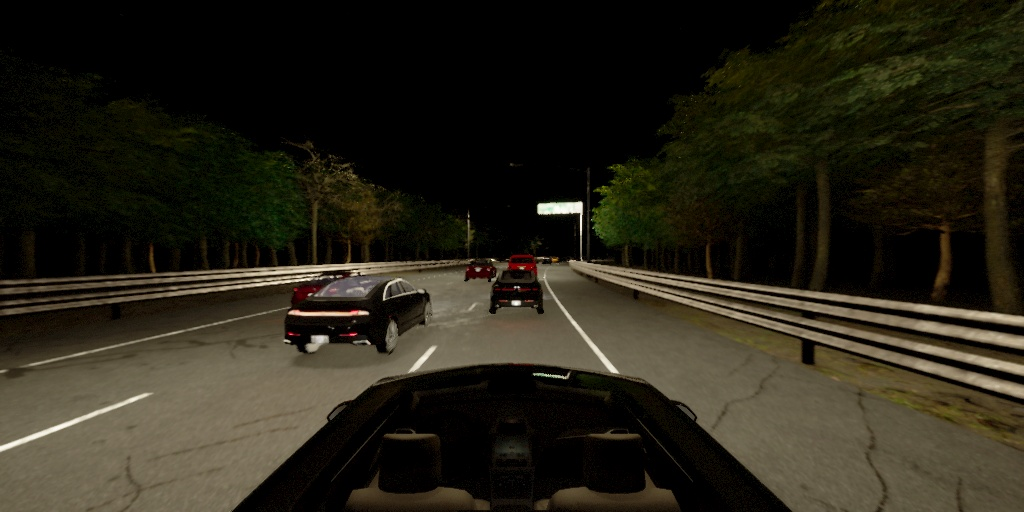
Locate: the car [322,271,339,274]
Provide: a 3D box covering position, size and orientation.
[{"bbox_3d":[-6.682,1.300,14.209,1.994,1.385,4.181,0,0,2],"label":"car"}]

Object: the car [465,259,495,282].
[{"bbox_3d":[-2.411,1.087,29.141,2.097,1.767,4.553,0,0,4],"label":"car"}]

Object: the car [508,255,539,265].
[{"bbox_3d":[0.847,0.966,27.139,2.150,2.045,5.566,0,0,4],"label":"car"}]

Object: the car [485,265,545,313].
[{"bbox_3d":[0.213,1.257,13.925,1.837,1.490,4.892,0,0,2],"label":"car"}]

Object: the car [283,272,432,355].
[{"bbox_3d":[-3.315,1.236,8.696,2.128,1.511,4.902,0,0,1],"label":"car"}]
